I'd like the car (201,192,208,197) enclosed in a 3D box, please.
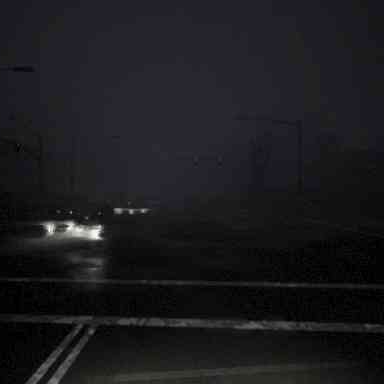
[{"bbox_3d":[3.373,0.698,87.923,1.812,1.442,4.674,0,1,0],"label":"car"}]

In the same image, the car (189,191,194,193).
[{"bbox_3d":[-0.127,0.529,87.884,2.097,1.767,4.553,0,1,0],"label":"car"}]

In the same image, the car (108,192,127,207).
[{"bbox_3d":[-10.669,1.084,47.585,2.150,2.045,5.566,0,1,0],"label":"car"}]

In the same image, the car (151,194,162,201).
[{"bbox_3d":[-7.108,1.119,67.933,2.033,1.411,5.357,0,1,0],"label":"car"}]

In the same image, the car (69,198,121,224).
[{"bbox_3d":[-7.137,1.486,25.009,2.128,1.511,4.902,0,0,0],"label":"car"}]

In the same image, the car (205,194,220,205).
[{"bbox_3d":[3.523,1.389,54.254,1.895,1.301,4.718,0,1,0],"label":"car"}]

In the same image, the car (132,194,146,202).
[{"bbox_3d":[-10.612,1.192,66.859,1.895,1.301,4.718,0,1,0],"label":"car"}]

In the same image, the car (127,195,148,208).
[{"bbox_3d":[-7.150,1.367,45.286,1.882,1.535,5.008,0,1,0],"label":"car"}]

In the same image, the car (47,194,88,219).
[{"bbox_3d":[-10.644,1.213,29.251,2.150,2.045,5.566,0,0,0],"label":"car"}]

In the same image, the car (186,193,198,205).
[{"bbox_3d":[0.023,1.341,53.687,2.033,1.411,5.357,0,1,0],"label":"car"}]
